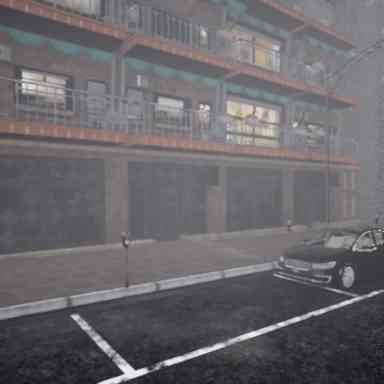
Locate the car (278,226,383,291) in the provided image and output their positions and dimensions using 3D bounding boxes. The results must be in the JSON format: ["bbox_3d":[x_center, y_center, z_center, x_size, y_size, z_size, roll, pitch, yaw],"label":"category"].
[{"bbox_3d":[4.230,1.635,9.127,4.403,1.369,2.008,1,-1,-35],"label":"car"}]
